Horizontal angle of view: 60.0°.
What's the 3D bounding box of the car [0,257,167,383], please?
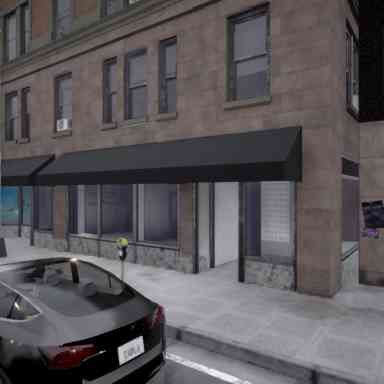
[{"bbox_3d":[-2.280,1.566,4.428,4.313,1.339,1.947,0,0,35],"label":"car"}]
